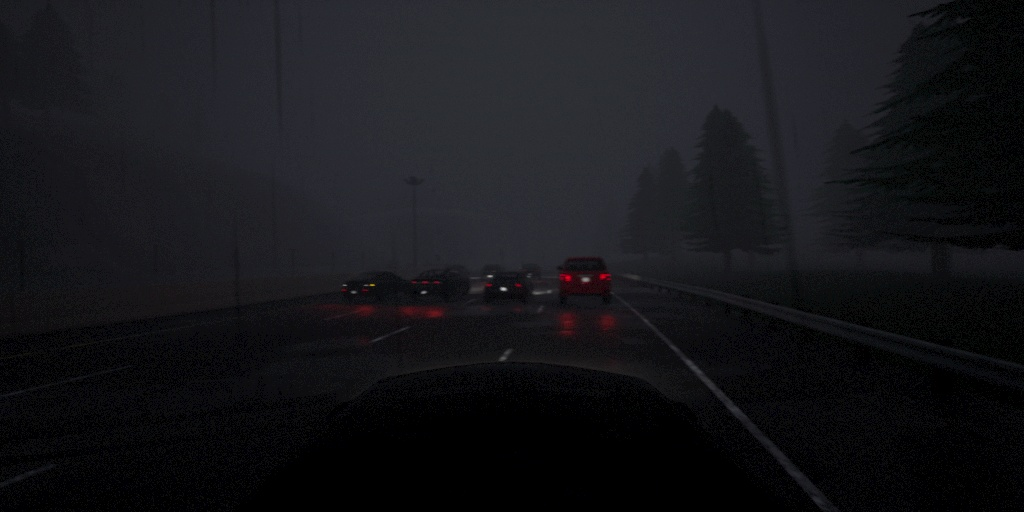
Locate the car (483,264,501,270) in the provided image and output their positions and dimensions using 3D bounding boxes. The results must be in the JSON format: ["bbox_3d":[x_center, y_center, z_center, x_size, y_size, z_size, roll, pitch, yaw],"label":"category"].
[{"bbox_3d":[-1.747,1.520,33.831,1.837,1.490,4.892,-1,0,4],"label":"car"}]

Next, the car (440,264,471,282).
[{"bbox_3d":[-5.236,1.565,34.101,1.837,1.490,4.892,-1,0,4],"label":"car"}]

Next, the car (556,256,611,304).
[{"bbox_3d":[3.342,1.041,16.930,2.150,2.045,5.566,-1,0,9],"label":"car"}]

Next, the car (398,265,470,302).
[{"bbox_3d":[-3.533,1.410,18.277,2.128,1.511,4.902,-1,0,9],"label":"car"}]

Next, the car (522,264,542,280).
[{"bbox_3d":[1.754,1.448,33.742,1.882,1.535,5.008,-1,0,4],"label":"car"}]

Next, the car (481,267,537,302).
[{"bbox_3d":[-0.073,1.436,17.749,1.994,1.385,4.181,-1,0,9],"label":"car"}]

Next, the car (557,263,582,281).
[{"bbox_3d":[5.231,1.432,33.292,1.837,1.490,4.892,-1,0,4],"label":"car"}]

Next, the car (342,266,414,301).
[{"bbox_3d":[-6.979,1.489,18.886,1.812,1.442,4.674,-1,0,9],"label":"car"}]
